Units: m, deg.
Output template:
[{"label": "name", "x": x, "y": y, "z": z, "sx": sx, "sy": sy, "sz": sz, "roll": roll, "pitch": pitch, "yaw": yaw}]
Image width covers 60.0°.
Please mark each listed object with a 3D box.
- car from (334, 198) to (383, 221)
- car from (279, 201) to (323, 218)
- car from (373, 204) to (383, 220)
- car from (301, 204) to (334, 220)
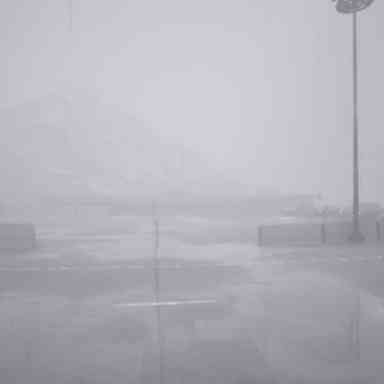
[{"label": "car", "x": 15.235, "y": 1.715, "z": 29.831, "sx": 4.553, "sy": 1.767, "sz": 2.097, "roll": 1, "pitch": 0, "yaw": -34}, {"label": "car", "x": 11.784, "y": 1.994, "z": 35.909, "sx": 5.357, "sy": 1.411, "sz": 2.033, "roll": 1, "pitch": -2, "yaw": -35}, {"label": "car", "x": 16.939, "y": 1.881, "z": 26.768, "sx": 4.674, "sy": 1.442, "sz": 1.812, "roll": 1, "pitch": -1, "yaw": -33}, {"label": "car", "x": 13.291, "y": 1.991, "z": 32.726, "sx": 4.718, "sy": 1.301, "sz": 1.895, "roll": 1, "pitch": -1, "yaw": -34}]
